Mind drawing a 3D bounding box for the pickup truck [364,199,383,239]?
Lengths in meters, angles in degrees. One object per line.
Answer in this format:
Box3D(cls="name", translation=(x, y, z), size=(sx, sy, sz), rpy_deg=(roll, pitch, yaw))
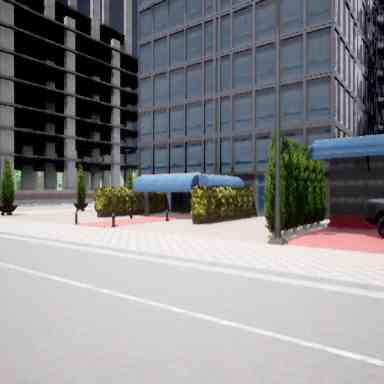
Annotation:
Box3D(cls="pickup truck", translation=(10.097, 1.024, 12.785), size=(2.390, 2.098, 6.274), rpy_deg=(0, 0, -24))
